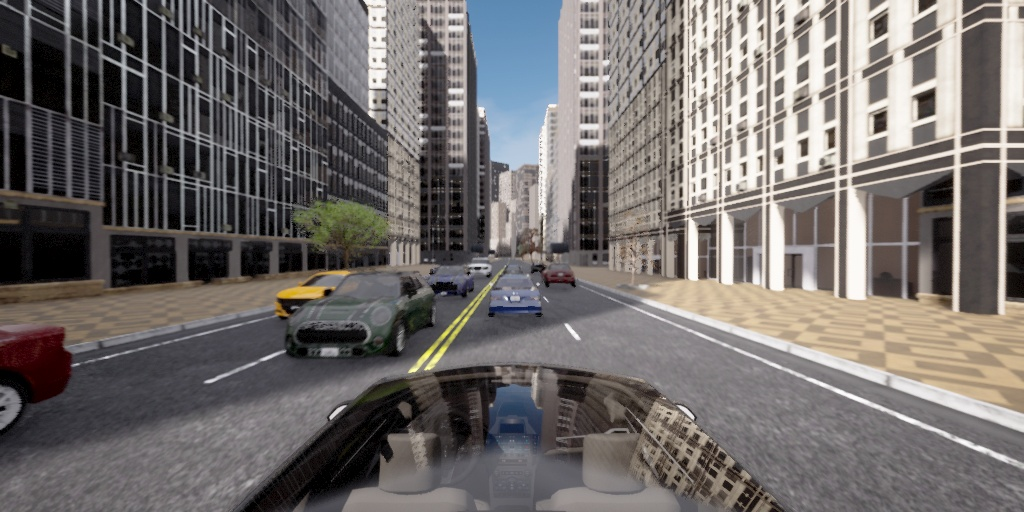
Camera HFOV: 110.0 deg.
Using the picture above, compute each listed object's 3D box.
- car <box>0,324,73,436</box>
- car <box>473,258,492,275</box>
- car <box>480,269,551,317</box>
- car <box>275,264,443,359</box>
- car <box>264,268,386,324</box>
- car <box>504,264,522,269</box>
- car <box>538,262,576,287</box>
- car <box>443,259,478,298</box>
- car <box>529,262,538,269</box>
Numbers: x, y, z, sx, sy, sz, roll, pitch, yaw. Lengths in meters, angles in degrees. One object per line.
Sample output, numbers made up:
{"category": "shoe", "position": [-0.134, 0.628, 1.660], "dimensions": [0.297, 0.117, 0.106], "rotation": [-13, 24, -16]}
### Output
{"category": "car", "position": [-6.563, 1.232, 2.400], "dimensions": [1.882, 1.535, 5.008], "rotation": [0, -1, 1]}
{"category": "car", "position": [-3.257, 1.186, 37.006], "dimensions": [2.150, 2.045, 5.566], "rotation": [0, -1, 0]}
{"category": "car", "position": [0.104, 1.371, 13.568], "dimensions": [2.033, 1.411, 5.357], "rotation": [0, 0, 0]}
{"category": "car", "position": [-3.259, 1.144, 8.688], "dimensions": [2.097, 1.767, 4.553], "rotation": [0, 0, 0]}
{"category": "car", "position": [-6.497, 1.299, 13.258], "dimensions": [1.882, 1.535, 5.008], "rotation": [0, 0, 0]}
{"category": "car", "position": [0.111, 1.527, 37.456], "dimensions": [1.994, 1.385, 4.181], "rotation": [0, 0, 0]}
{"category": "car", "position": [3.292, 1.250, 26.284], "dimensions": [2.097, 1.767, 4.553], "rotation": [0, 0, 0]}
{"category": "car", "position": [-3.245, 1.210, 19.377], "dimensions": [2.097, 1.767, 4.553], "rotation": [0, 0, 0]}
{"category": "car", "position": [3.353, 1.522, 46.919], "dimensions": [1.837, 1.490, 4.892], "rotation": [0, 0, 0]}
